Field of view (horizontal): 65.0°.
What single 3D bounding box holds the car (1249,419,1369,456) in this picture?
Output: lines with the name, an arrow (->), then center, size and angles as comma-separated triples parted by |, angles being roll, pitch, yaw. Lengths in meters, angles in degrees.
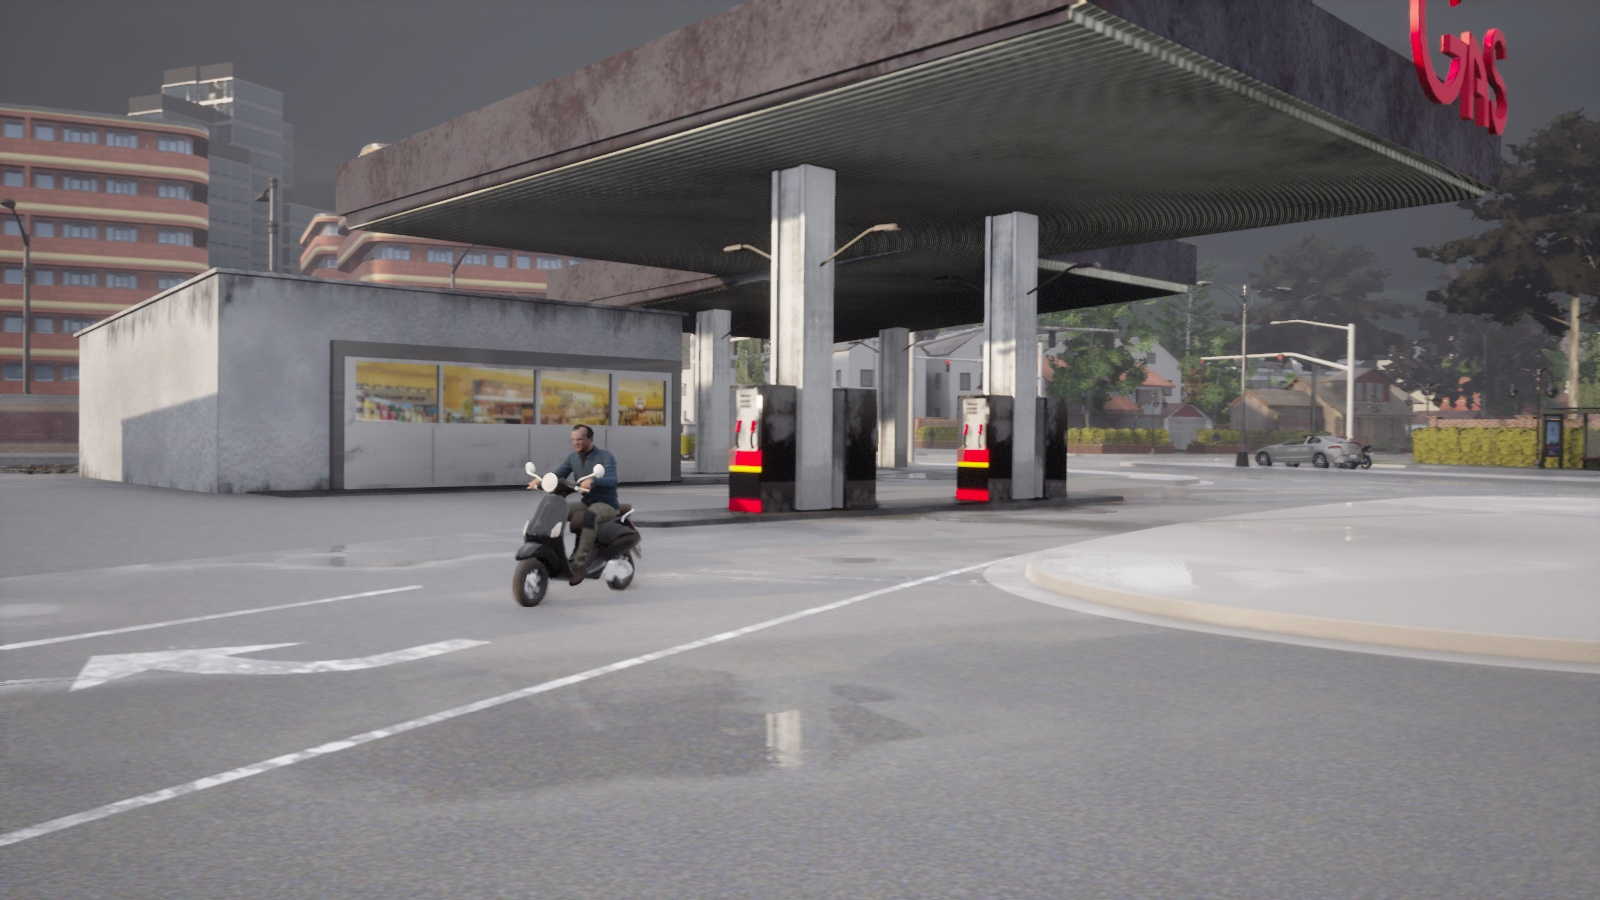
car -> 23.751, -0.576, 58.749 | 2.152, 1.651, 5.027 | -1, 1, -26

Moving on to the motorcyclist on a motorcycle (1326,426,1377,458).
motorcyclist on a motorcycle -> 26.671, -0.382, 60.746 | 0.866, 1.530, 2.191 | -1, 1, -27

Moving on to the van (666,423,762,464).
van -> -4.302, -0.350, 62.969 | 4.442, 1.987, 1.775 | -1, 1, -28

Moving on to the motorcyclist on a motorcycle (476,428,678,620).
motorcyclist on a motorcycle -> -1.978, 0.602, 11.414 | 0.866, 1.590, 1.817 | 0, 1, 27
